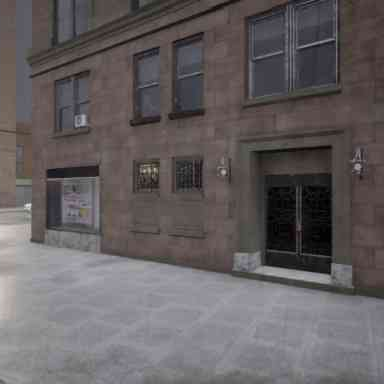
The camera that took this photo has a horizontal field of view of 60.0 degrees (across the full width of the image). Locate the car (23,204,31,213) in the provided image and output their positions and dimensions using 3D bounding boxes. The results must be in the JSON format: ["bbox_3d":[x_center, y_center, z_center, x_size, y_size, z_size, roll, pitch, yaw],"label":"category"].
[{"bbox_3d":[-15.648,1.439,35.818,1.812,1.442,4.674,0,0,35],"label":"car"}]
